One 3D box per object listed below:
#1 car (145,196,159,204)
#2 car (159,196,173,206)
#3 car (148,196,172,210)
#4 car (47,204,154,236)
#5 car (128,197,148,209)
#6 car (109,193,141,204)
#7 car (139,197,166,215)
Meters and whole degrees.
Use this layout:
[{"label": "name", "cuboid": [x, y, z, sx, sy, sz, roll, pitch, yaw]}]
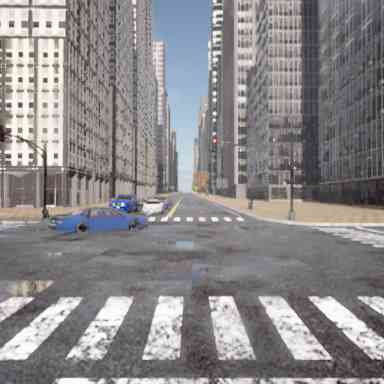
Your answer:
[{"label": "car", "cuboid": [-7.607, 1.466, 63.065, 2.033, 1.411, 5.357, 0, 0, -1]}, {"label": "car", "cuboid": [-4.249, 1.482, 54.497, 2.033, 1.411, 5.357, 0, 0, -1]}, {"label": "car", "cuboid": [-4.042, 1.305, 42.475, 2.097, 1.767, 4.553, 0, 0, -1]}, {"label": "car", "cuboid": [-5.114, 1.559, 18.529, 5.357, 1.411, 2.033, 1, -1, -39]}, {"label": "car", "cuboid": [-7.342, 1.439, 45.656, 2.128, 1.511, 4.902, 0, 0, -1]}, {"label": "car", "cuboid": [-7.147, 1.183, 35.243, 2.150, 2.045, 5.566, 0, 0, 2]}, {"label": "car", "cuboid": [-3.870, 1.490, 33.562, 1.812, 1.442, 4.674, 0, 0, -2]}]
